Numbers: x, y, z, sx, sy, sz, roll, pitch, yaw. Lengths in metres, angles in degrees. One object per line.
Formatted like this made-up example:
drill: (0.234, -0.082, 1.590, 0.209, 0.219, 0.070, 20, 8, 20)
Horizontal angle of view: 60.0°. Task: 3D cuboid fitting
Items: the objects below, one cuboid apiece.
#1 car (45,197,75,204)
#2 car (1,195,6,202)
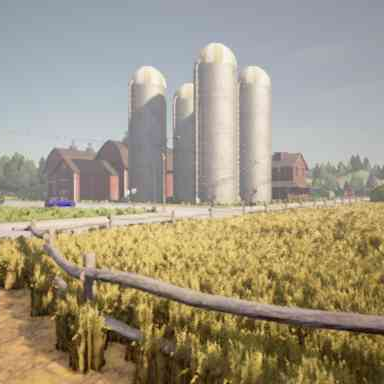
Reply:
car: (-20.413, 1.639, 51.644, 2.242, 1.667, 4.611, 0, 0, 38)
car: (-39.421, 1.554, 66.633, 1.905, 1.878, 3.866, 0, 0, 38)
